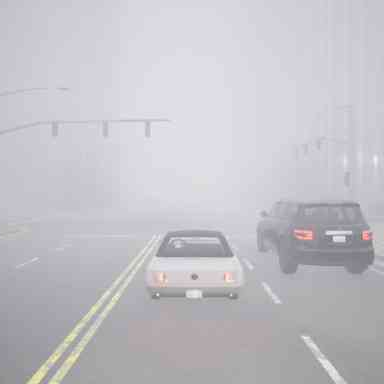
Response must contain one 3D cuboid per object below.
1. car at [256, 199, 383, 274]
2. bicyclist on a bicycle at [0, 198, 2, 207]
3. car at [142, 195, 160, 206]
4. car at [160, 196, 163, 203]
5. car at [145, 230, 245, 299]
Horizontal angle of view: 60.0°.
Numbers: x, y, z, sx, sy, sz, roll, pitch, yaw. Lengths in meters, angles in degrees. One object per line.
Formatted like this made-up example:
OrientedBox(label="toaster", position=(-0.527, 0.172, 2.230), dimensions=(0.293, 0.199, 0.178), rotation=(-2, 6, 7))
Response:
OrientedBox(label="car", position=(3.583, 1.227, 10.737), dimensions=(2.150, 2.045, 5.566), rotation=(0, 0, 0))
OrientedBox(label="bicyclist on a bicycle", position=(-26.382, 1.320, 45.402), dimensions=(0.582, 1.620, 1.656), rotation=(0, 0, -1))
OrientedBox(label="car", position=(-7.043, 1.375, 55.250), dimensions=(2.097, 1.767, 4.553), rotation=(0, 0, 0))
OrientedBox(label="car", position=(-6.948, 1.577, 68.834), dimensions=(2.033, 1.411, 5.357), rotation=(0, 0, 0))
OrientedBox(label="car", position=(0.067, 1.604, 8.383), dimensions=(1.895, 1.301, 4.718), rotation=(0, 0, 1))
